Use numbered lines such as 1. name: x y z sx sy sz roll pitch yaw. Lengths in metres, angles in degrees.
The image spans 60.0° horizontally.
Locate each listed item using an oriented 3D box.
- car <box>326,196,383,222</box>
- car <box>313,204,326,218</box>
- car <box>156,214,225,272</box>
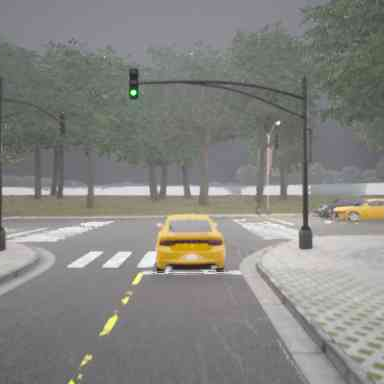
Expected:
1. car: 12.294 1.220 22.889 5.008 1.535 1.882 -2 -1 0
2. car: 11.958 1.163 26.142 4.553 1.767 2.097 -1 -1 0
3. car: -0.134 1.452 10.782 1.882 1.535 5.008 0 0 -3
